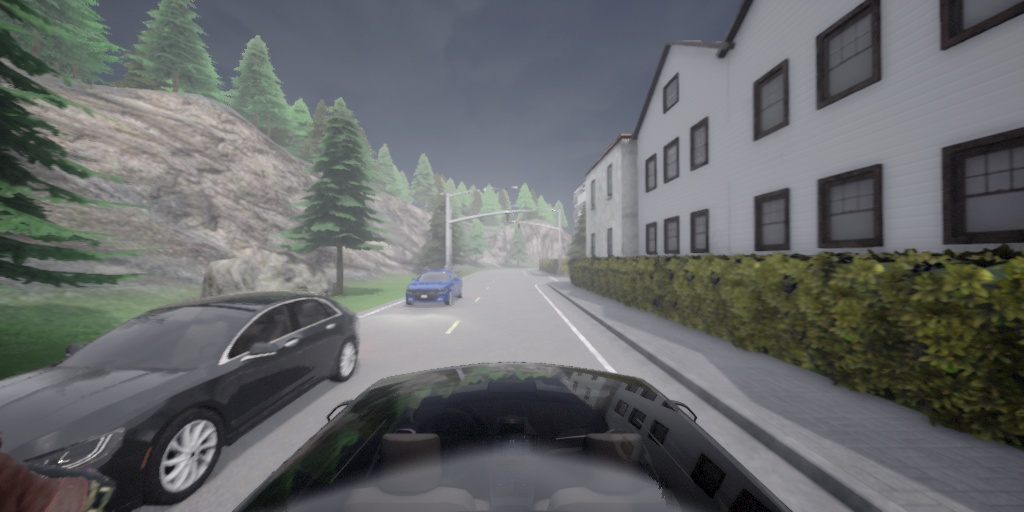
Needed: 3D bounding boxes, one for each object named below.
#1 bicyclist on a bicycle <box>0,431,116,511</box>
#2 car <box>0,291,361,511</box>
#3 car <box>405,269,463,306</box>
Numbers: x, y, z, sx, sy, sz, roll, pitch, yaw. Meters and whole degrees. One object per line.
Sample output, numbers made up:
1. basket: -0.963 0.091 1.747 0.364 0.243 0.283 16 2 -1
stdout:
1. bicyclist on a bicycle: -2.535 1.220 1.725 1.656 0.582 1.620 27 -48 -17
2. car: -3.590 1.282 4.485 1.837 1.490 4.892 0 0 0
3. car: -3.502 1.391 16.922 1.882 1.535 5.008 0 -1 1
